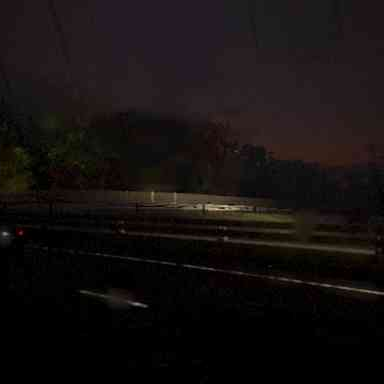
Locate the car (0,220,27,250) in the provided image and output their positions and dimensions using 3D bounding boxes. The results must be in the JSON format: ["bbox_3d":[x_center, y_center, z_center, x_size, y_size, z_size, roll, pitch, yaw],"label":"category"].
[{"bbox_3d":[-9.128,1.682,13.597,5.357,1.411,2.033,-1,0,28],"label":"car"}]
